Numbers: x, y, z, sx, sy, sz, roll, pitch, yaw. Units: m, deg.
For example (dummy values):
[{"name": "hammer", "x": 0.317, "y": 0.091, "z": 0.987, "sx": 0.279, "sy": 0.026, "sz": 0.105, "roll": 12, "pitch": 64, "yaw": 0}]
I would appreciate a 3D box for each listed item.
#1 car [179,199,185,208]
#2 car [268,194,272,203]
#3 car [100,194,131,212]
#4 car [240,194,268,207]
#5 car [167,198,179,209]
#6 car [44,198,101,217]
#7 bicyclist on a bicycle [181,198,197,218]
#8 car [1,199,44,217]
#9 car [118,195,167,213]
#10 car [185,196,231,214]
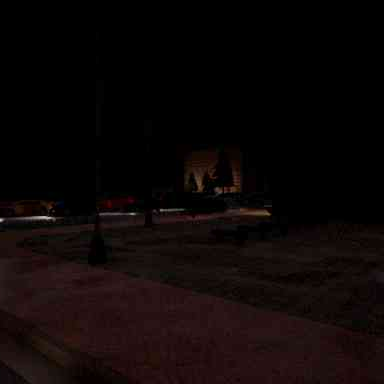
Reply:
[{"name": "car", "x": 0.836, "y": 1.601, "z": 45.816, "sx": 1.895, "sy": 1.301, "sz": 4.718, "roll": 0, "pitch": 0, "yaw": 40}, {"name": "car", "x": 15.727, "y": 1.547, "z": 57.947, "sx": 2.033, "sy": 1.411, "sz": 5.357, "roll": 0, "pitch": 0, "yaw": 40}, {"name": "car", "x": -9.474, "y": 1.221, "z": 39.022, "sx": 2.150, "sy": 2.045, "sz": 5.566, "roll": 0, "pitch": 0, "yaw": 41}, {"name": "car", "x": 9.084, "y": 1.505, "z": 49.985, "sx": 1.837, "sy": 1.490, "sz": 4.892, "roll": 0, "pitch": 0, "yaw": 41}, {"name": "car", "x": -2.870, "y": 1.547, "z": 46.863, "sx": 2.033, "sy": 1.411, "sz": 5.357, "roll": 0, "pitch": 0, "yaw": 40}, {"name": "car", "x": -11.223, "y": 1.564, "z": 31.508, "sx": 1.994, "sy": 1.385, "sz": 4.181, "roll": 0, "pitch": 0, "yaw": 40}, {"name": "bicyclist on a bicycle", "x": -0.259, "y": 1.301, "z": 26.703, "sx": 1.656, "sy": 1.620, "sz": 0.582, "roll": 0, "pitch": 0, "yaw": 40}, {"name": "car", "x": -15.875, "y": 1.478, "z": 31.427, "sx": 1.882, "sy": 1.535, "sz": 5.008, "roll": 0, "pitch": 0, "yaw": 40}, {"name": "car", "x": -5.564, "y": 1.478, "z": 38.232, "sx": 1.882, "sy": 1.535, "sz": 5.008, "roll": 0, "pitch": 0, "yaw": 40}, {"name": "car", "x": 1.958, "y": 1.491, "z": 35.986, "sx": 2.128, "sy": 1.511, "sz": 4.902, "roll": 0, "pitch": 0, "yaw": 40}]
